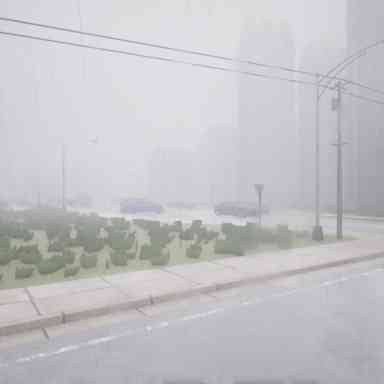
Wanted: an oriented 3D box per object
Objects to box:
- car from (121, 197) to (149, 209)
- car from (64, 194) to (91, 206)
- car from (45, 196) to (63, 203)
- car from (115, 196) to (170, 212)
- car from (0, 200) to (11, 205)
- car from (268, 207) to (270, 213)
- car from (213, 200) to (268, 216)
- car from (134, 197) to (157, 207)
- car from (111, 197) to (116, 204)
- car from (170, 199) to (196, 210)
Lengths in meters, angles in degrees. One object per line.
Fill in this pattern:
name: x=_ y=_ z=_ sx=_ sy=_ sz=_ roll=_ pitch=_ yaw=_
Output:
car: x=-8.028 y=1.477 z=46.565 sx=1.882 sy=1.535 sz=5.008 roll=0 pitch=0 yaw=-34
car: x=-18.736 y=1.313 z=55.129 sx=3.866 sy=1.878 sz=1.905 roll=0 pitch=0 yaw=-34
car: x=-26.749 y=1.505 z=65.986 sx=4.193 sy=1.474 sz=1.816 roll=0 pitch=0 yaw=-34
car: x=-5.193 y=1.480 z=35.065 sx=4.611 sy=1.667 sz=2.242 roll=0 pitch=0 yaw=-34
car: x=-24.020 y=1.310 z=39.268 sx=4.605 sy=1.855 sz=1.932 roll=0 pitch=0 yaw=-34
car: x=5.667 y=1.564 z=32.999 sx=1.994 sy=1.385 sz=4.181 roll=0 pitch=0 yaw=-34
car: x=3.916 y=1.477 z=29.031 sx=1.882 sy=1.535 sz=5.008 roll=0 pitch=0 yaw=-34
car: x=-7.377 y=1.564 z=52.025 sx=1.994 sy=1.385 sz=4.181 roll=0 pitch=0 yaw=-33
car: x=-13.040 y=1.477 z=60.223 sx=1.882 sy=1.535 sz=5.008 roll=0 pitch=0 yaw=-34
car: x=-1.545 y=1.601 z=43.542 sx=1.895 sy=1.301 sz=4.718 roll=0 pitch=0 yaw=-34
